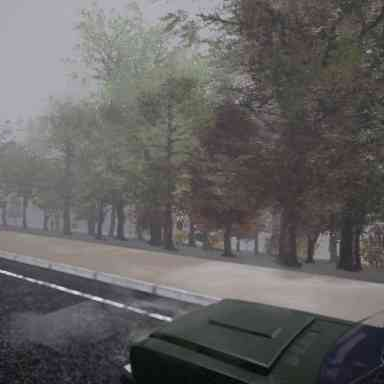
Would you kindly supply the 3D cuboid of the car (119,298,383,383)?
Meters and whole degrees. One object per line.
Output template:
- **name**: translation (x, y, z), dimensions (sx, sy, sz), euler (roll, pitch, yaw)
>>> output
- **car**: translation (1.668, 1.600, 2.496), dimensions (4.718, 1.301, 1.895), euler (0, 0, 35)
